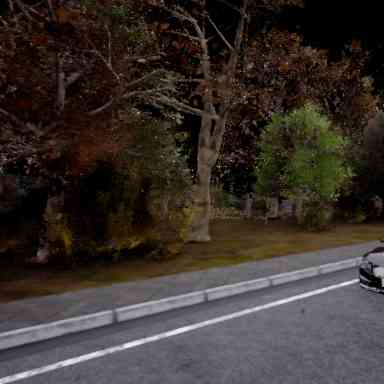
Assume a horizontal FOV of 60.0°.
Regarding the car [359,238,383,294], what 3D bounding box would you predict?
[{"bbox_3d":[5.839,1.519,7.799,4.902,1.511,2.128,0,0,-35],"label":"car"}]
